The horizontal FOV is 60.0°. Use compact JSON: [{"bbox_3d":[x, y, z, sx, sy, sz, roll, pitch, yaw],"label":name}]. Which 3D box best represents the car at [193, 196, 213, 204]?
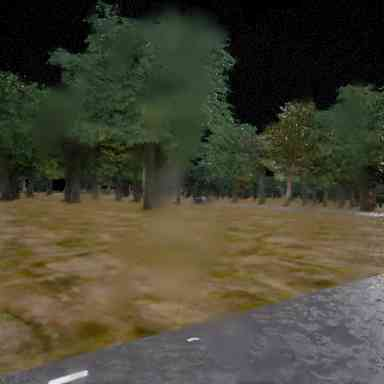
[{"bbox_3d":[2.070,1.539,63.815,1.994,1.385,4.181,1,0,-36],"label":"car"}]
